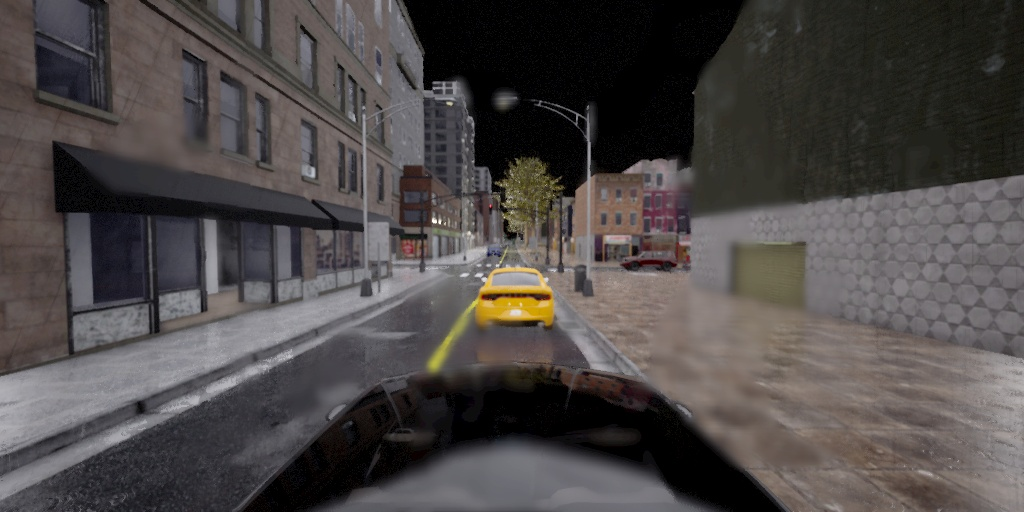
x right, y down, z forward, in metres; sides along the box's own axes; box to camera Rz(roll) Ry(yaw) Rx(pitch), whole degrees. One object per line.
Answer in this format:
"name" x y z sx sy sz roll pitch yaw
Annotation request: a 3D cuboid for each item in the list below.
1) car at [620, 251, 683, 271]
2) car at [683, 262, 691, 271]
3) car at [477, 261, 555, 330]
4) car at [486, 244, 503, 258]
"car" 12.706 0.421 33.441 5.009 1.841 2.192 0 0 0
"car" 18.109 0.764 33.450 4.207 1.307 1.802 0 0 0
"car" 0.097 1.059 10.459 1.882 1.535 5.008 0 1 0
"car" -2.810 -0.865 56.340 2.150 2.045 5.566 0 2 0
